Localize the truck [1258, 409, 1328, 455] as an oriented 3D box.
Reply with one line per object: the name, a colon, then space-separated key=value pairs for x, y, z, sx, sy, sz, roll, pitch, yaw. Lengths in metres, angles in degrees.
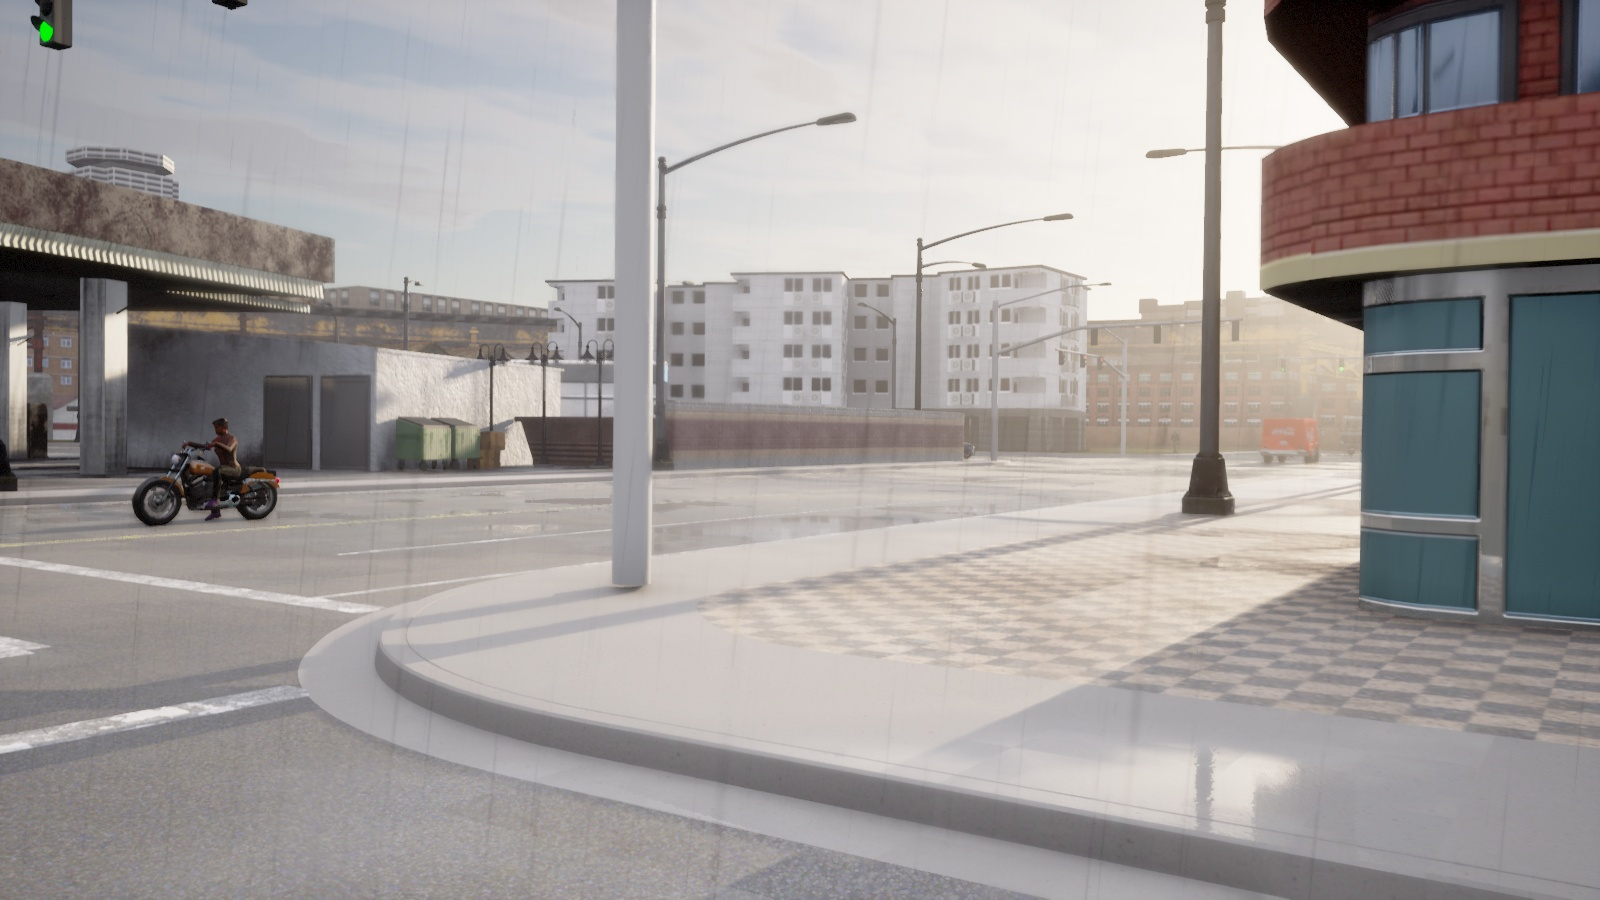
truck: x=27.482 y=-1.004 z=69.880 sx=2.627 sy=2.467 sz=5.204 roll=0 pitch=1 yaw=33

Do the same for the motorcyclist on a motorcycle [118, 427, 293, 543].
motorcyclist on a motorcycle: x=-9.084 y=0.487 z=19.299 sx=0.766 sy=1.649 sz=2.350 roll=0 pitch=1 yaw=33
